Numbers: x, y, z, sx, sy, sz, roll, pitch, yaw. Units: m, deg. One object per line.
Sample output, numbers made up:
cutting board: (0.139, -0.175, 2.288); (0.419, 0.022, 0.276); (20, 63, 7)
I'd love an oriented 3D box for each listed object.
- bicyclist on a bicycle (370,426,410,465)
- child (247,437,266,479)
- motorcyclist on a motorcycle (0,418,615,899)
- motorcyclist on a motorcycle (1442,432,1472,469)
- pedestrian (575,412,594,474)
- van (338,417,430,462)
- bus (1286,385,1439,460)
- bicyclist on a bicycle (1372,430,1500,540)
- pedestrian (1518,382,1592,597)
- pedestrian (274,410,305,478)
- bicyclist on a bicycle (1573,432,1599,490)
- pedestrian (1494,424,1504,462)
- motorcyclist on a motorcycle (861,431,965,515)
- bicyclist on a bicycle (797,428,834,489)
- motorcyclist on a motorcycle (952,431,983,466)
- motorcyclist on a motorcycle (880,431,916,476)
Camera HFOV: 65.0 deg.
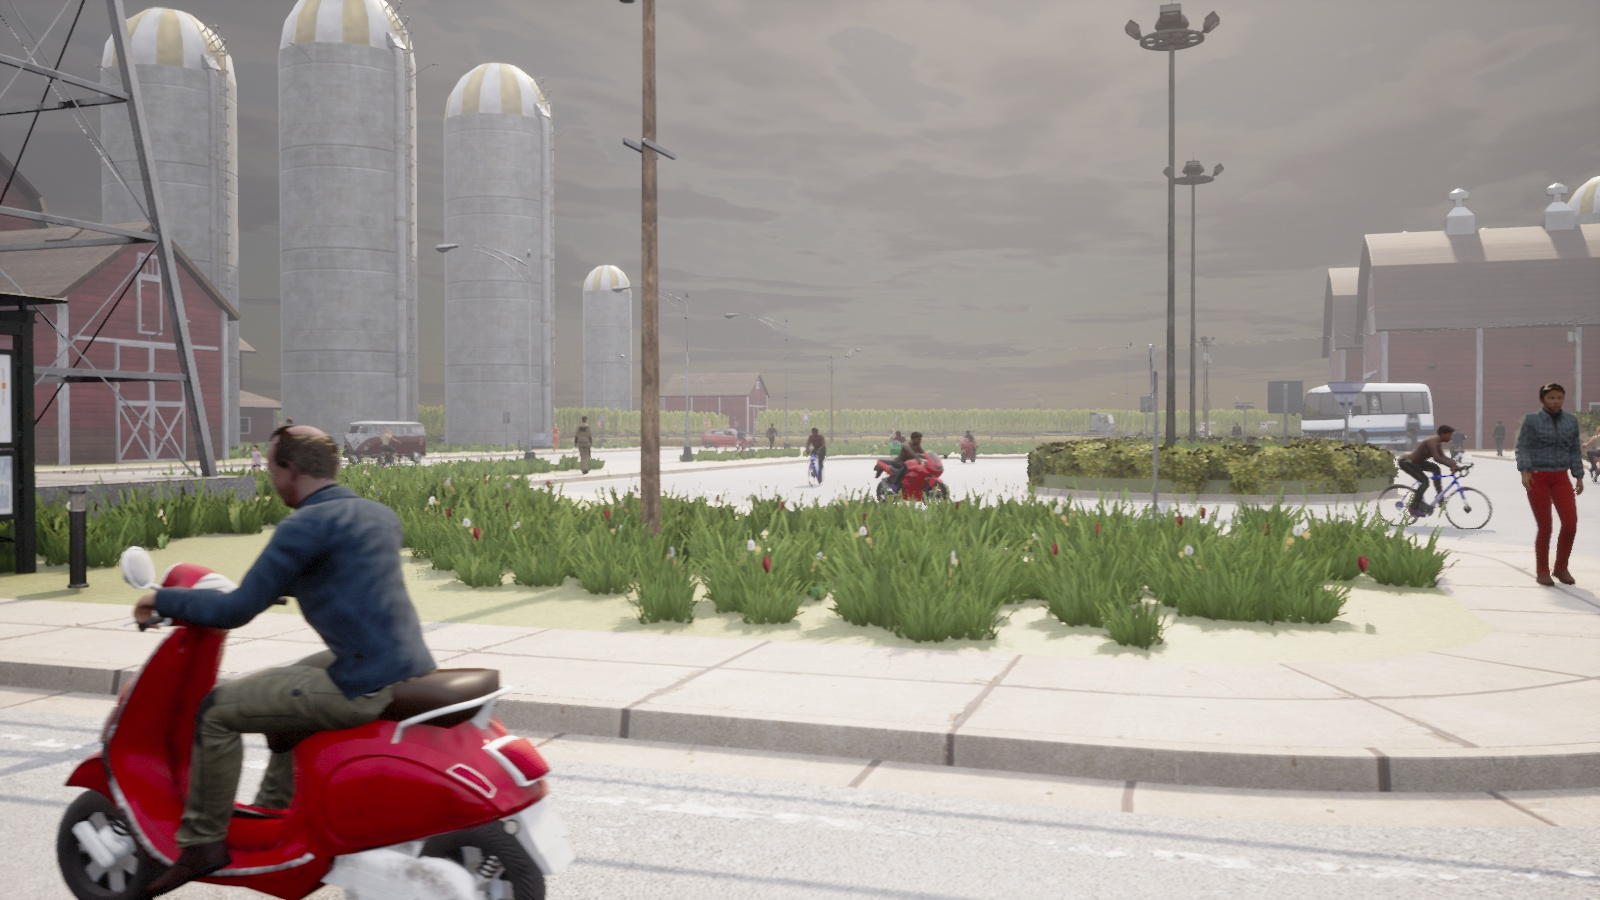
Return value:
bicyclist on a bicycle: (-17.252, -0.216, 52.864); (0.866, 1.612, 1.509); (1, 1, 18)
child: (-14.735, 0.210, 34.059); (0.255, 1.110, 0.394); (1, 1, 20)
motorcyclist on a motorcycle: (-1.594, 0.705, 3.883); (1.817, 1.590, 0.866); (1, 1, 15)
motorcyclist on a motorcycle: (29.405, 0.009, 56.213); (0.866, 1.590, 1.817); (1, 1, 18)
pedestrian: (-6.750, -0.212, 39.323); (0.396, 1.930, 0.692); (0, 1, 7)
van: (-19.227, -0.499, 58.188); (1.775, 1.987, 4.442); (1, 1, 18)
bus: (34.404, -1.678, 76.573); (10.273, 4.253, 3.944); (-1, 0, -37)
bicyclist on a bicycle: (9.888, 0.509, 19.554); (1.656, 1.620, 0.582); (2, 3, 38)
pedestrian: (6.670, 0.333, 11.108); (0.353, 1.847, 0.614); (1, 1, 11)
pedestrian: (-13.968, -0.170, 34.346); (0.376, 1.854, 0.720); (1, 1, 27)
bicyclist on a bicycle: (22.517, 0.299, 35.418); (0.866, 1.612, 1.509); (1, 1, 19)
pedestrian: (34.586, -0.358, 62.122); (0.353, 1.847, 0.614); (1, 1, 23)
motorcyclist on a motorcycle: (2.157, 0.414, 24.275); (0.797, 1.523, 2.044); (1, 1, -38)
bicyclist on a bicycle: (0.427, 0.205, 34.549); (0.582, 1.620, 1.656); (1, 1, 16)
motorcyclist on a motorcycle: (7.532, -0.088, 56.342); (0.797, 1.523, 2.044); (2, 1, 24)
motorcyclist on a motorcycle: (3.450, 0.095, 43.974); (0.797, 1.523, 2.044); (1, 1, 18)
